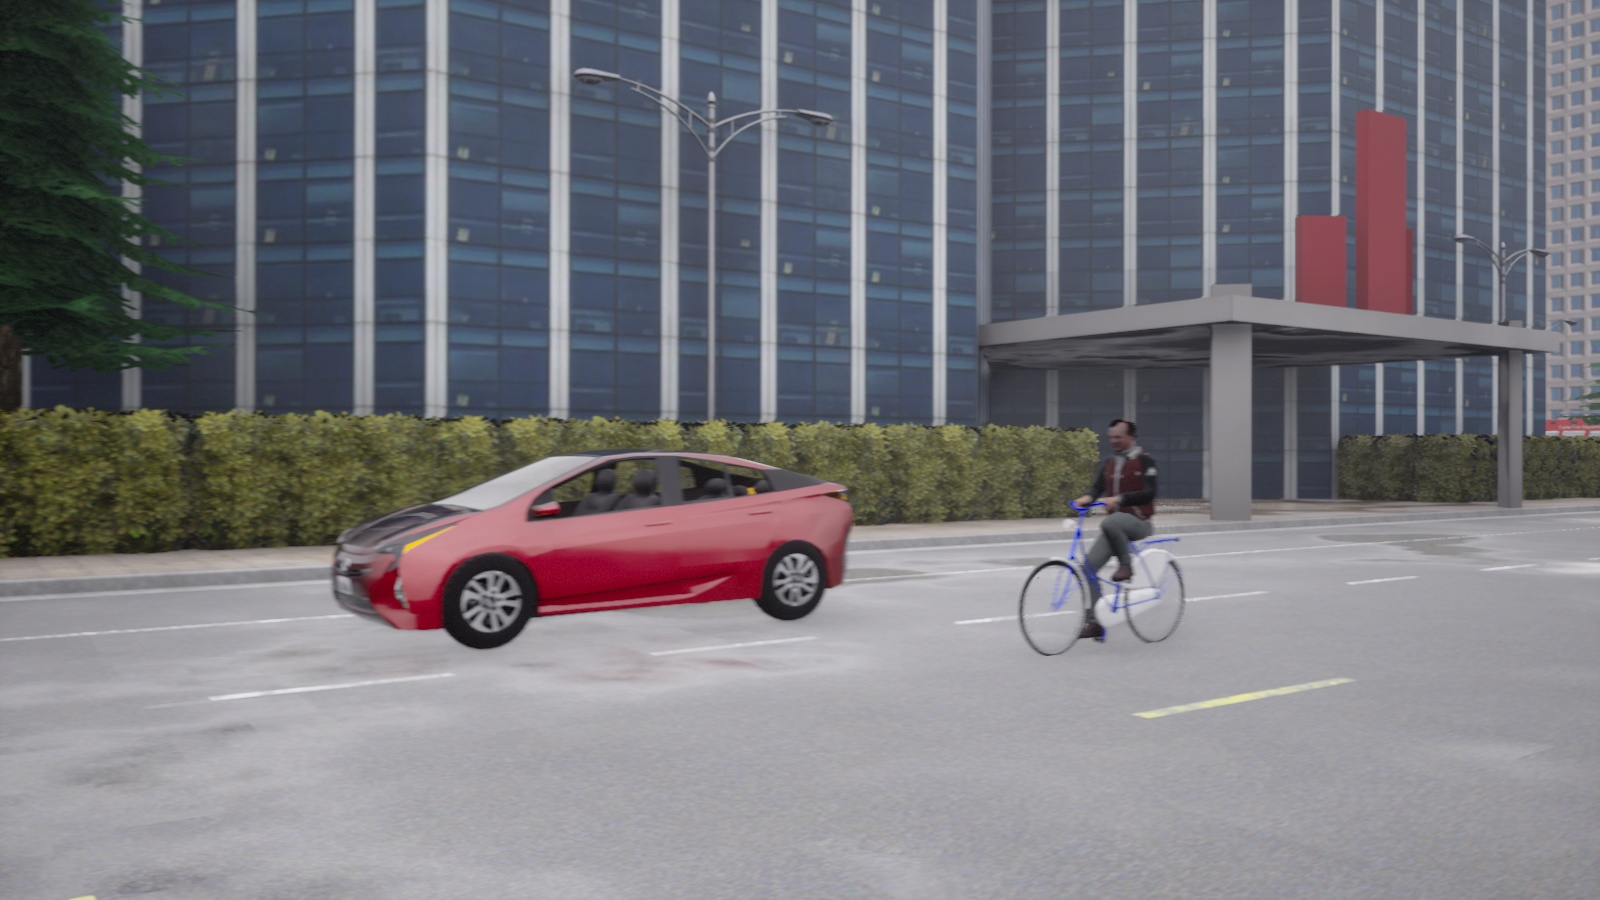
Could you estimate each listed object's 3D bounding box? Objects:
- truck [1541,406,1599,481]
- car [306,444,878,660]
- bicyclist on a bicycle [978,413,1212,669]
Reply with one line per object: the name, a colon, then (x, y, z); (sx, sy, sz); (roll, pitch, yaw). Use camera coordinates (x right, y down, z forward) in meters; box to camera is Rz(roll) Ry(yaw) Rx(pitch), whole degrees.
truck: (42.833, -0.354, 63.810); (2.891, 3.827, 8.468); (0, 0, -34)
car: (-1.713, 0.722, 10.996); (4.514, 1.525, 2.007); (0, 0, -35)
bicyclist on a bicycle: (2.252, 0.634, 9.491); (1.843, 1.776, 0.659); (0, 0, -35)
